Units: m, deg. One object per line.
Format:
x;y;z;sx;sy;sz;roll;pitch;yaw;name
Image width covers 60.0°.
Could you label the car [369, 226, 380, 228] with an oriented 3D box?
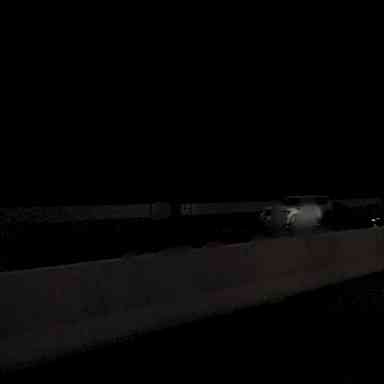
11.786;1.475;20.715;5.008;1.535;1.882;0;0;-35;car
